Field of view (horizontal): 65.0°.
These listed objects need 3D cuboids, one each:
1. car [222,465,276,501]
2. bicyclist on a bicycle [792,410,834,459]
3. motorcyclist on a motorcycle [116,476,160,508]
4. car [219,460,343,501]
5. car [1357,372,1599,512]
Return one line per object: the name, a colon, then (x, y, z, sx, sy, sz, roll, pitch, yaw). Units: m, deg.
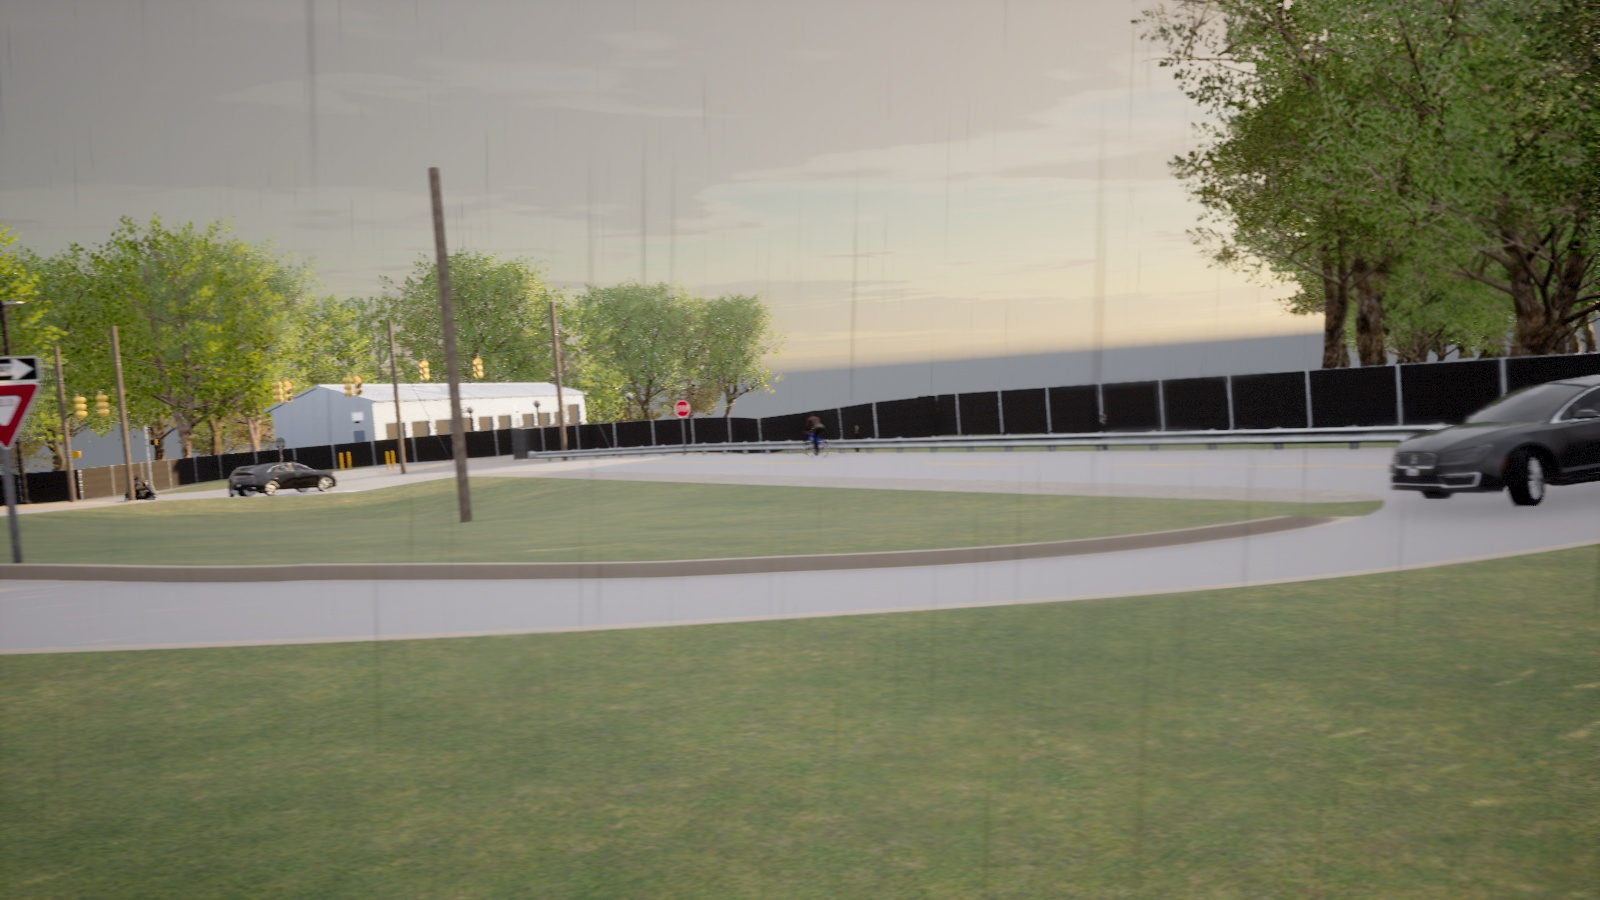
car: (-28.654, 1.720, 65.282, 1.789, 1.549, 3.705, -8, 1, -34)
bicyclist on a bicycle: (0.452, -0.519, 43.944, 0.582, 1.620, 1.656, -7, 2, -28)
motorcyclist on a motorcycle: (-36.572, 2.310, 69.373, 1.817, 1.590, 0.866, -4, 4, 3)
car: (-23.846, 1.380, 57.925, 2.128, 1.511, 4.902, -3, 1, 31)
car: (10.113, -0.228, 16.430, 4.892, 1.490, 1.837, -6, 1, -11)
